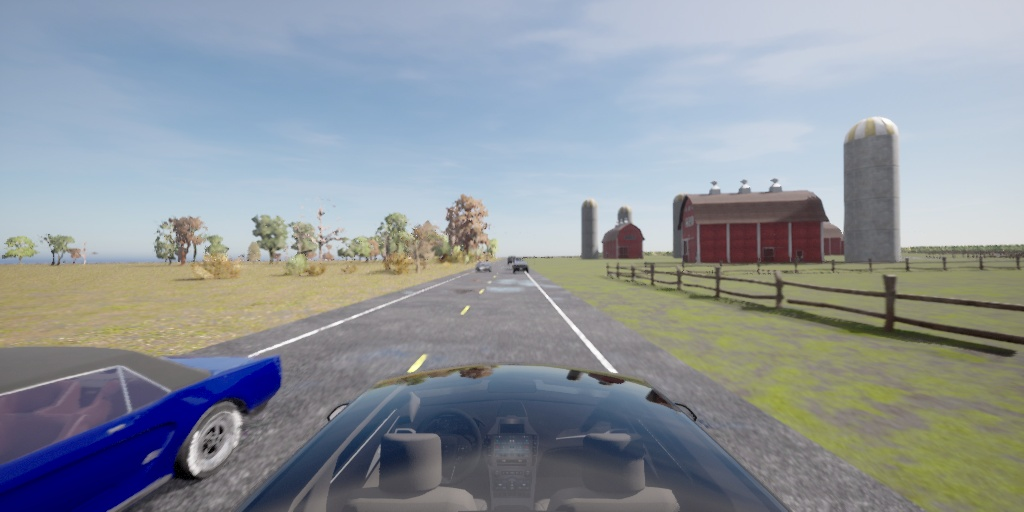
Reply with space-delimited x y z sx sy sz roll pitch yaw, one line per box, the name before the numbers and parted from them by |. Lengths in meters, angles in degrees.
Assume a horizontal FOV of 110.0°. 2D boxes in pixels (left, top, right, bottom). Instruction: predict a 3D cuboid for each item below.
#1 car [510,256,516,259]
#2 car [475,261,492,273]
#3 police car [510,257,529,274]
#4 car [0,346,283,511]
car | 1.075 1.203 59.692 2.097 1.767 4.553 0 0 0
car | -3.557 1.325 45.213 2.128 1.511 4.902 0 0 0
police car | 1.069 1.255 43.831 1.930 1.638 5.238 0 0 0
car | -3.600 1.352 1.933 1.895 1.301 4.718 0 0 0
